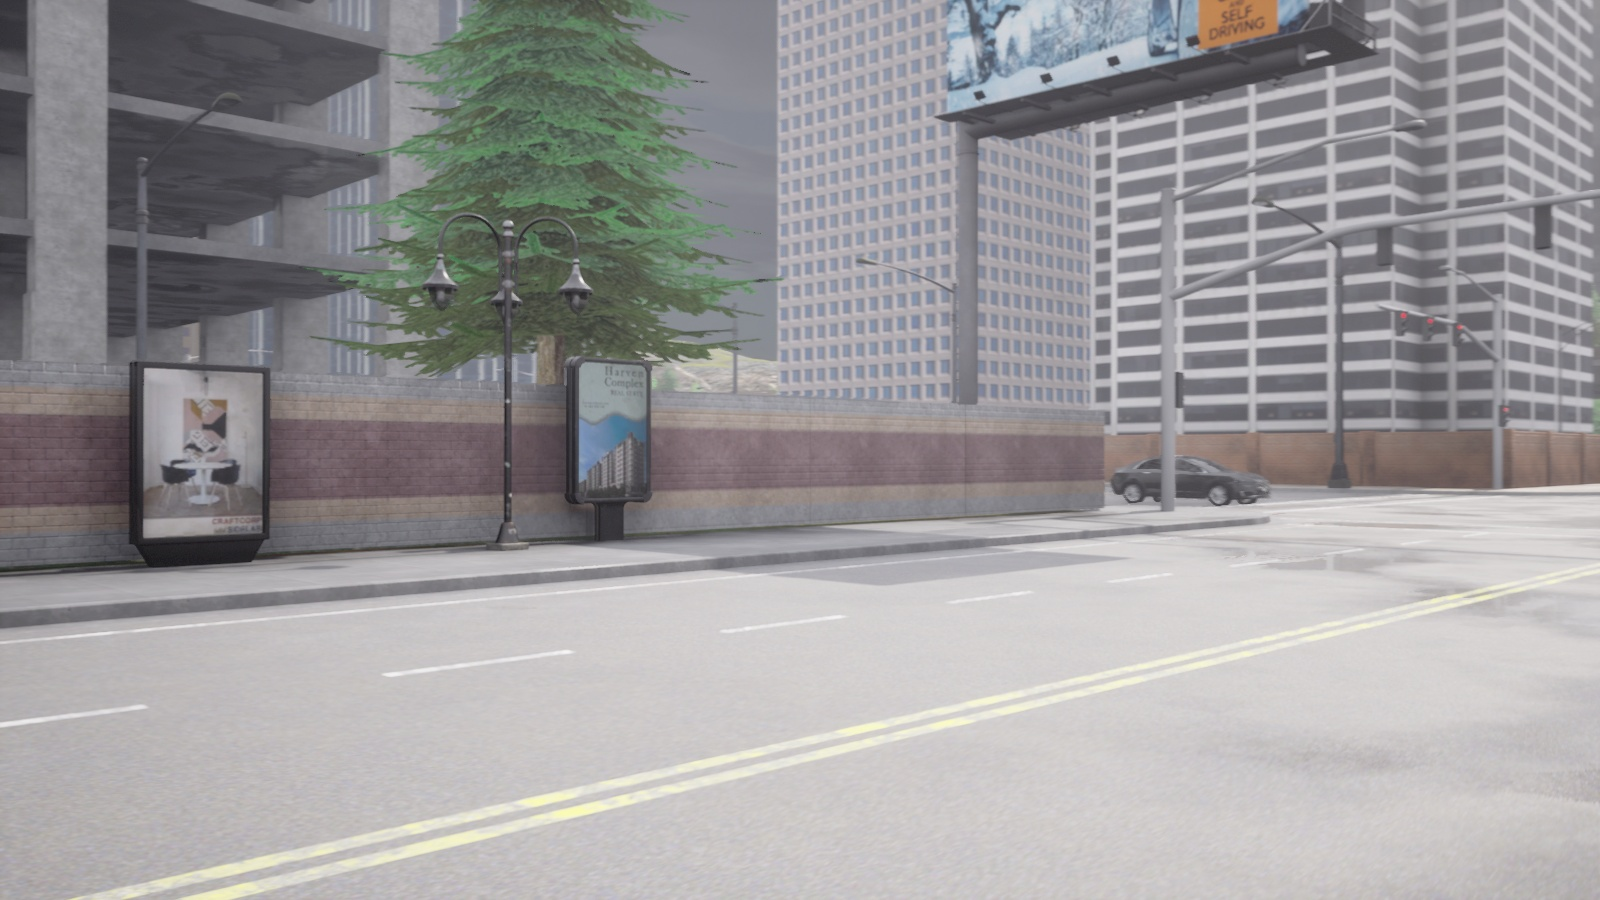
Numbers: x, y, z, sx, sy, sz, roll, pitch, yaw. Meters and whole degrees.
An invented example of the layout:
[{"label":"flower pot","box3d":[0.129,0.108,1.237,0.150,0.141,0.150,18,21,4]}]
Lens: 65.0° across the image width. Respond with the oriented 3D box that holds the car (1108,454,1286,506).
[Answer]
[{"label":"car","box3d":[12.050,0.872,38.349,1.837,1.490,4.892,0,0,-43]}]
